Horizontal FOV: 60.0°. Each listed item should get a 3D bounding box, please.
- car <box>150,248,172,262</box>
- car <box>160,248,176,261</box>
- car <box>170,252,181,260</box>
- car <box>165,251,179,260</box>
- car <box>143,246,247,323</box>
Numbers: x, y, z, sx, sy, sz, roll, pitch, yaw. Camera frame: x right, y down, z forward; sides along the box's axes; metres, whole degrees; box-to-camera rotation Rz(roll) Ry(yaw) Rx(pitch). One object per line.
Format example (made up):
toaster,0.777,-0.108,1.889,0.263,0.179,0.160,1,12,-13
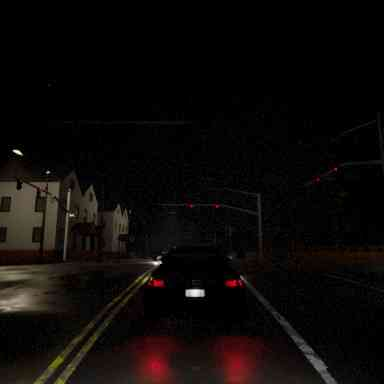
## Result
car,-3.628,7.618,40.045,2.128,1.511,4.902,0,-11,0
car,-3.639,9.697,51.556,2.097,1.767,4.553,0,-11,0
car,-3.570,13.688,71.324,2.128,1.511,4.902,0,-11,0
car,-3.622,11.745,61.433,2.128,1.511,4.902,0,-11,0
car,0.065,1.984,7.877,1.994,1.385,4.181,0,-7,0
